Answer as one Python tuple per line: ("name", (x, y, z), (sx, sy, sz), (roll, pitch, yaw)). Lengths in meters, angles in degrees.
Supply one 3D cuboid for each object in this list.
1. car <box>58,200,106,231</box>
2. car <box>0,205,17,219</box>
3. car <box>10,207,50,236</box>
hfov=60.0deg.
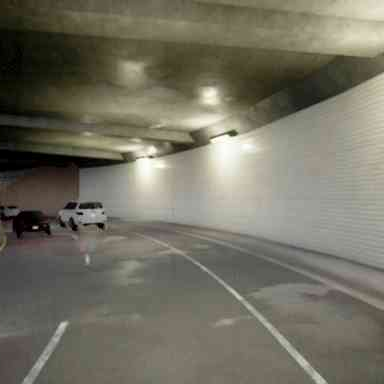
("car", (-8.010, 1.598, 24.050), (2.150, 2.045, 5.566), (0, -1, -34))
("car", (-20.128, 2.163, 36.369), (4.674, 1.442, 1.812), (-1, -1, 40))
("car", (-10.154, 1.881, 20.968), (1.812, 1.442, 4.674), (0, -1, -32))
